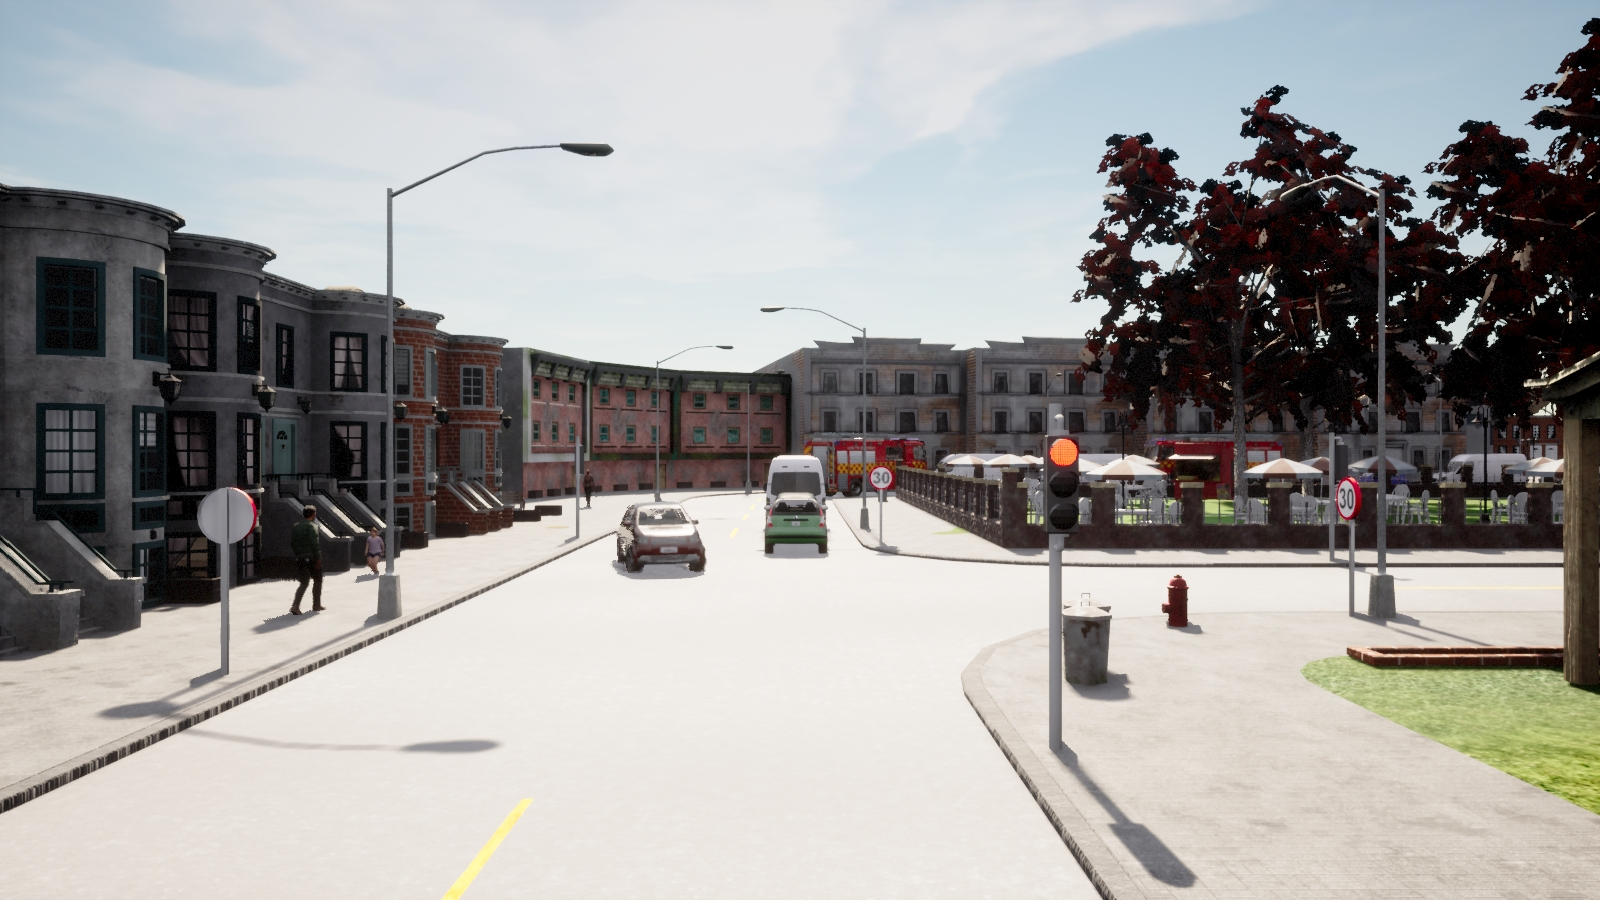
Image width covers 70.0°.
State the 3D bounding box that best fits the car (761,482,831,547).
[{"bbox_3d":[-0.119,1.779,32.373,1.851,1.617,3.988,0,0,0],"label":"car"}]

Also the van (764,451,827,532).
[{"bbox_3d":[-0.147,1.315,39.074,1.988,2.561,5.915,0,0,0],"label":"van"}]

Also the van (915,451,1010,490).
[{"bbox_3d":[10.550,1.314,74.428,5.915,2.561,1.988,0,0,0],"label":"van"}]

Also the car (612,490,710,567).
[{"bbox_3d":[-3.380,1.806,27.228,1.789,1.549,3.705,-1,0,-15],"label":"car"}]

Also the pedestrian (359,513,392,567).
[{"bbox_3d":[-9.022,1.904,24.287,0.500,1.100,0.500,0,0,6],"label":"pedestrian"}]

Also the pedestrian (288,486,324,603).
[{"bbox_3d":[-8.035,1.524,18.588,0.375,1.860,0.375,0,0,15],"label":"pedestrian"}]

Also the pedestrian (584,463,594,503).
[{"bbox_3d":[-9.771,1.525,52.915,0.375,1.860,0.375,0,0,3],"label":"pedestrian"}]

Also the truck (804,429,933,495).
[{"bbox_3d":[4.295,0.672,70.228,8.468,3.827,2.891,0,0,-43],"label":"truck"}]
